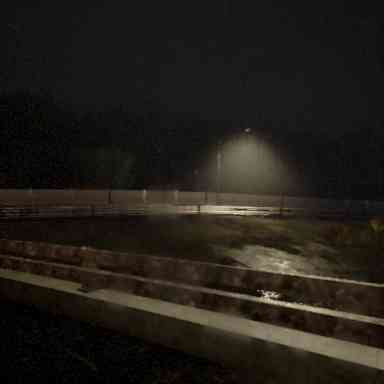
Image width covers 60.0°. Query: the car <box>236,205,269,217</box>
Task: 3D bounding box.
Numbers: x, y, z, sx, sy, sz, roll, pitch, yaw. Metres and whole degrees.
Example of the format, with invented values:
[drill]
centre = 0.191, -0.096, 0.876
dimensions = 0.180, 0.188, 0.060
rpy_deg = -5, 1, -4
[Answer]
[car]
centre = 7.732, 2.436, 42.907
dimensions = 4.892, 1.490, 1.837
rpy_deg = 3, -2, -24
